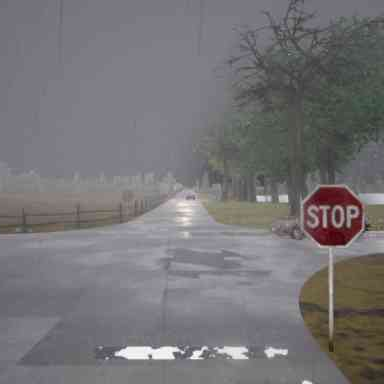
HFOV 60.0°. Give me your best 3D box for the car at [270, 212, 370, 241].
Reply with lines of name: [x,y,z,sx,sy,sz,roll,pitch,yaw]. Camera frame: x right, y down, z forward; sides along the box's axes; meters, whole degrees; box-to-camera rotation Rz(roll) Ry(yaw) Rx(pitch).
car: [6.006,1.429,15.688,4.674,1.442,1.812,0,-1,-12]

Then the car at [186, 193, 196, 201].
car: [-0.260,1.079,71.240,1.837,1.490,4.892,0,1,0]
